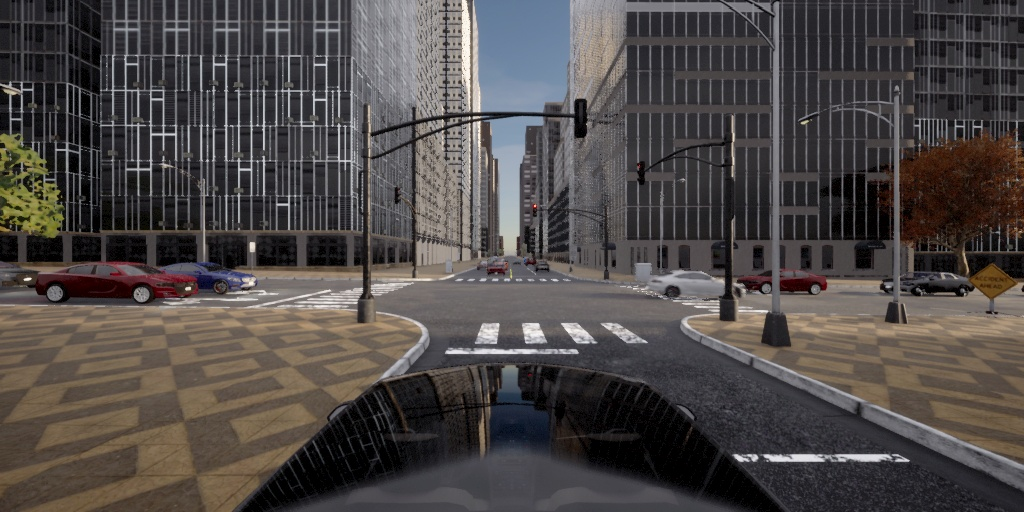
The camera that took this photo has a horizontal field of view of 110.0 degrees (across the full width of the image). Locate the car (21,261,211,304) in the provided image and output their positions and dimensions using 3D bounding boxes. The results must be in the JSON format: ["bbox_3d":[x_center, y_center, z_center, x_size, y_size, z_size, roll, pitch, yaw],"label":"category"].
[{"bbox_3d":[-15.288,0.973,14.080,5.008,1.535,1.882,1,0,-2],"label":"car"}]

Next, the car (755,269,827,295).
[{"bbox_3d":[16.718,1.554,22.334,5.008,1.535,1.882,1,0,-3],"label":"car"}]

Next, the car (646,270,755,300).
[{"bbox_3d":[9.516,1.474,18.722,4.674,1.442,1.812,1,1,9],"label":"car"}]

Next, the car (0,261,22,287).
[{"bbox_3d":[-24.903,0.882,16.875,4.181,1.385,1.994,1,0,-3],"label":"car"}]

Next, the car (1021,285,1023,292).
[{"bbox_3d":[36.279,1.932,23.269,4.892,1.490,1.837,1,0,-3],"label":"car"}]

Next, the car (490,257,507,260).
[{"bbox_3d":[-1.643,1.113,51.987,2.097,1.767,4.553,0,0,0],"label":"car"}]

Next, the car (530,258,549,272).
[{"bbox_3d":[3.844,1.329,46.676,1.948,1.339,4.313,0,0,0],"label":"car"}]

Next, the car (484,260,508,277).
[{"bbox_3d":[-1.549,1.368,36.627,1.895,1.301,4.718,0,0,-1],"label":"car"}]

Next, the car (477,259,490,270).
[{"bbox_3d":[-4.119,1.342,52.154,1.802,1.307,4.207,0,0,0],"label":"car"}]

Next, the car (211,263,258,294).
[{"bbox_3d":[-14.977,1.026,17.352,4.674,1.442,1.812,1,0,-1],"label":"car"}]

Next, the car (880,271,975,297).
[{"bbox_3d":[26.288,1.739,22.796,4.902,1.511,2.128,1,0,-3],"label":"car"}]

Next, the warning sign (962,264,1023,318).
[{"bbox_3d":[17.257,1.204,12.900,1.060,1.860,1.300,0,0,-3],"label":"warning sign"}]
